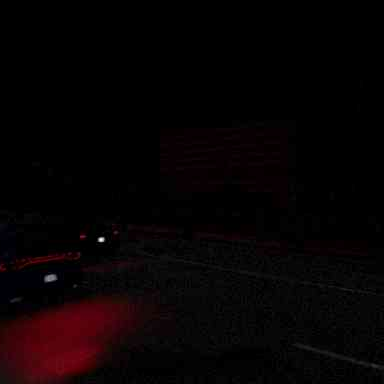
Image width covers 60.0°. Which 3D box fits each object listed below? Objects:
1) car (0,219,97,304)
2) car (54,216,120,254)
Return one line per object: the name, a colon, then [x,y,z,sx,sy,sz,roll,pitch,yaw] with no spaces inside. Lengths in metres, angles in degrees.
car: [-4.582,1.492,7.937,5.008,1.535,1.882,0,0,40]
car: [-4.589,1.590,12.581,4.181,1.385,1.994,0,0,41]
